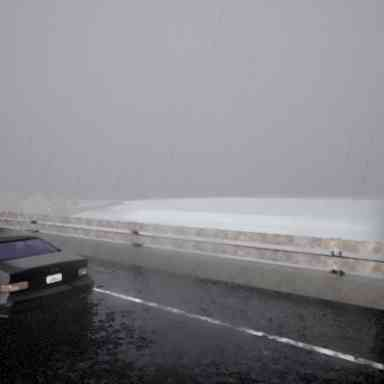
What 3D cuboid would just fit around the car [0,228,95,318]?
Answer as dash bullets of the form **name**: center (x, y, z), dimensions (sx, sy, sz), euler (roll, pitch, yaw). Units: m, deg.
- **car**: center (-4.404, 1.518, 7.156), dimensions (5.357, 1.411, 2.033), euler (0, 0, 36)
